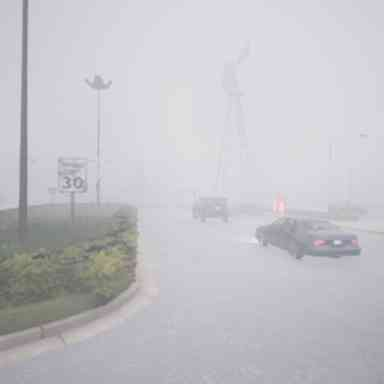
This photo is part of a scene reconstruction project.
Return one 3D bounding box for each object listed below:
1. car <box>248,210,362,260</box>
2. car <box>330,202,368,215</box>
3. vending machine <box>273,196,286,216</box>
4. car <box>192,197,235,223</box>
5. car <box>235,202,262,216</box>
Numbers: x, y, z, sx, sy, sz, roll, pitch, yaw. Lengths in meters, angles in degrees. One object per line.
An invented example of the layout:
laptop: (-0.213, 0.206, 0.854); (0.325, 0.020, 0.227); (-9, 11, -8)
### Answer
car: (4.183, 1.650, 12.997); (2.033, 1.411, 5.357); (0, 0, -10)
car: (17.727, 1.847, 37.725); (4.193, 1.474, 1.816); (0, 0, -10)
vending machine: (9.126, 1.454, 34.709); (1.100, 2.100, 0.880); (0, 0, -10)
car: (1.484, 1.388, 27.813); (2.150, 2.045, 5.566); (0, 0, -10)
car: (5.290, 1.748, 34.225); (3.905, 1.438, 1.784); (0, 0, -10)
